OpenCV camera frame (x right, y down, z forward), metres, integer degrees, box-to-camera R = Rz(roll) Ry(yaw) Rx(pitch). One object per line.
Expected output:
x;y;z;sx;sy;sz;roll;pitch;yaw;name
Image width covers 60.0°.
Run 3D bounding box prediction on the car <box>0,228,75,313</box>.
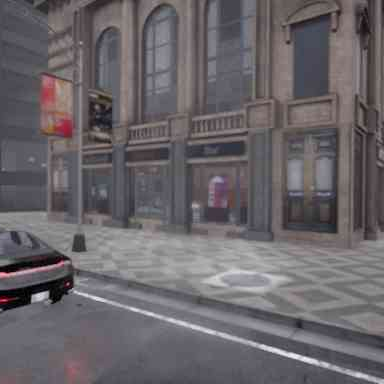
-4.436;1.498;6.871;4.902;1.511;2.128;0;0;36;car
